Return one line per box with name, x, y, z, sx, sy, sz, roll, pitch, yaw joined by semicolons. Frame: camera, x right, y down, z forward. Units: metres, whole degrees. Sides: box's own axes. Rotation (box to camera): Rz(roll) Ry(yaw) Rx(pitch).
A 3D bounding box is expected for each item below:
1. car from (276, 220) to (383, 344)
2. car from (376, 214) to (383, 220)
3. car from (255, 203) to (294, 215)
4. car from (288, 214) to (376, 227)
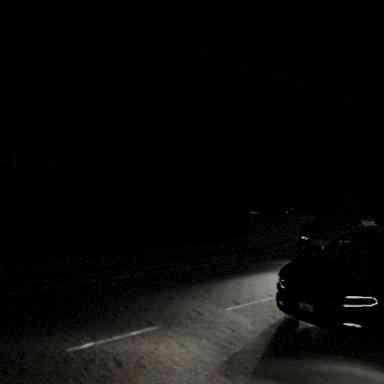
car;3.785;1.563;6.737;5.008;1.535;1.882;1;0;-37
car;15.081;1.922;23.518;1.895;1.301;4.718;1;0;-7
car;9.512;1.977;38.793;1.895;1.301;4.718;1;0;-28
car;5.682;1.642;13.122;2.128;1.511;4.902;1;0;34
